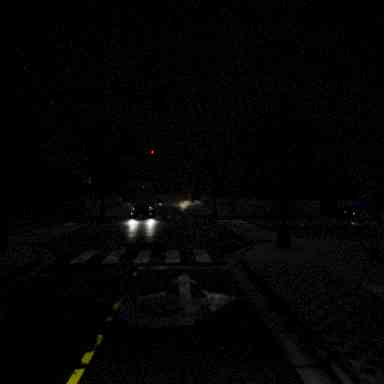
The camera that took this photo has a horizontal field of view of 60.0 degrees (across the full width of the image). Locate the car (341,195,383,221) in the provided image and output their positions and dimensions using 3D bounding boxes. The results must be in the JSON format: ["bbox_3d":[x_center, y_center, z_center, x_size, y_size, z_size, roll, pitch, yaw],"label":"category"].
[{"bbox_3d":[15.636,1.313,28.105,5.566,2.045,2.150,0,-1,-3],"label":"car"}]

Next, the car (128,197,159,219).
[{"bbox_3d":[-4.493,1.477,30.819,2.097,1.767,4.553,0,-1,-3],"label":"car"}]

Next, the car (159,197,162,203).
[{"bbox_3d":[-7.948,1.929,77.746,2.033,1.411,5.357,0,0,-2],"label":"car"}]
